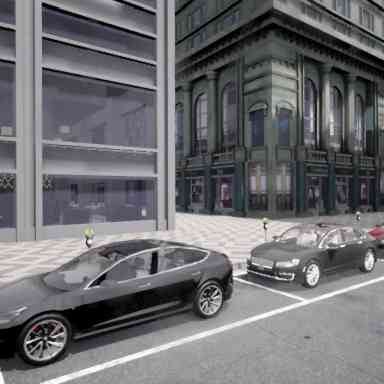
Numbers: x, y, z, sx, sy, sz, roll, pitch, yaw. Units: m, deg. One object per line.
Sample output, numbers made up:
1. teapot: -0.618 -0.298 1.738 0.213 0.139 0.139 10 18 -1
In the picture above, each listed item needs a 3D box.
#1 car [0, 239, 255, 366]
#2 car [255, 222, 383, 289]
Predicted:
1. car: -1.186 1.566 5.811 4.313 1.339 1.947 0 0 -36
2. car: 3.396 1.550 9.092 4.403 1.369 2.008 0 0 -36
